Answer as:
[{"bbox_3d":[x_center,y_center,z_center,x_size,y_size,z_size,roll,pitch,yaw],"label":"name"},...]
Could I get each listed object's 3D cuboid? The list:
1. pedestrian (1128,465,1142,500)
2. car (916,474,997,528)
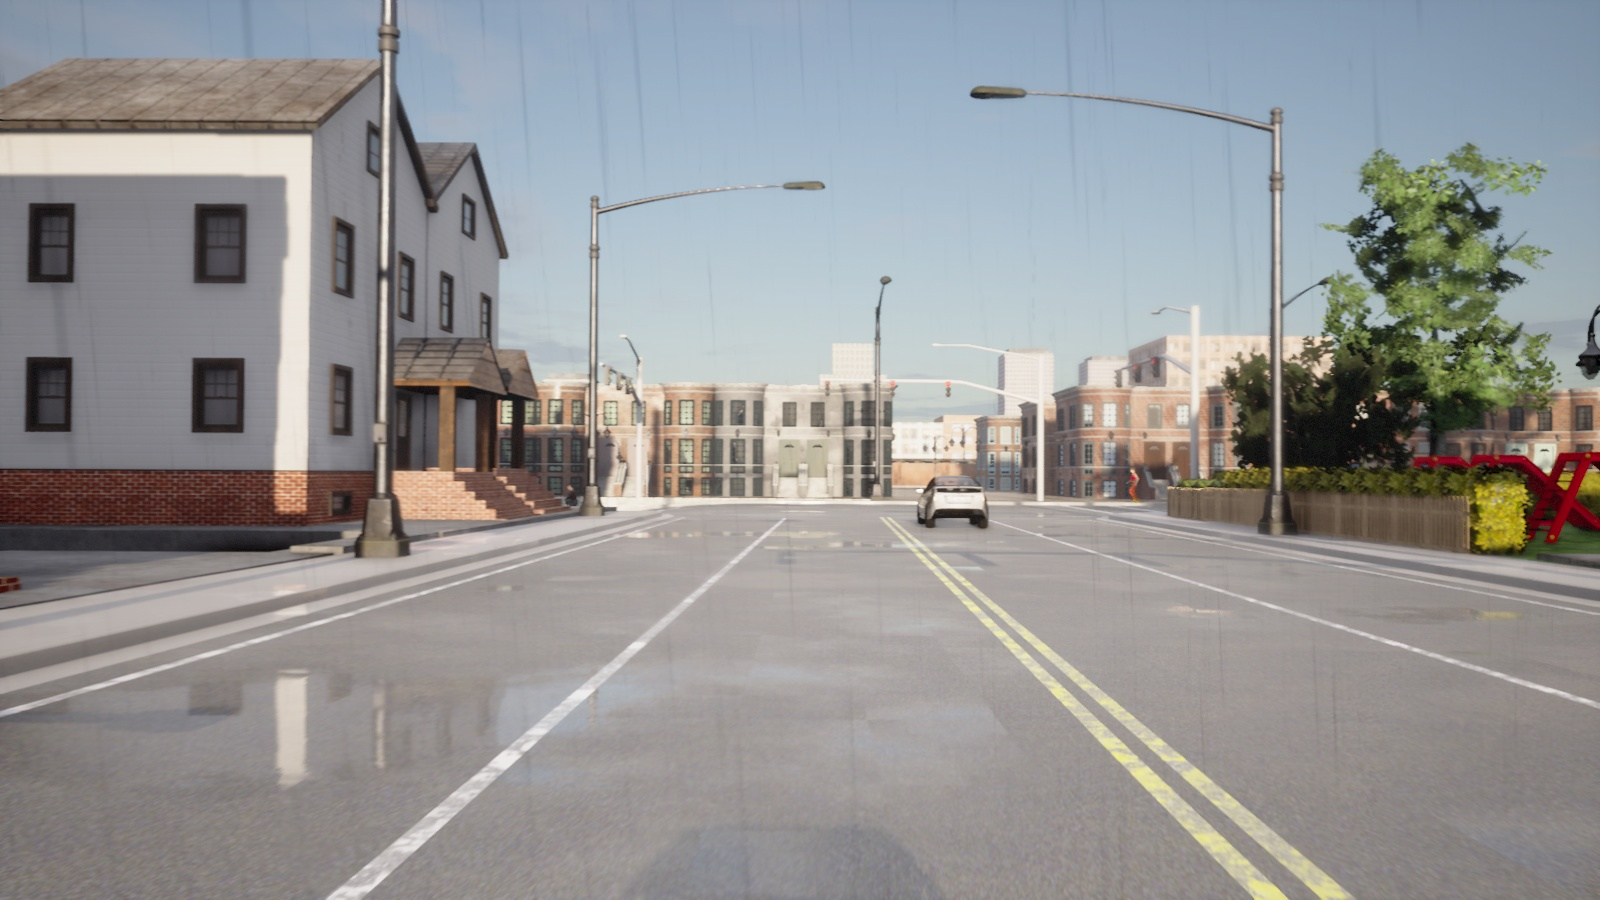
[{"bbox_3d":[17.438,1.682,65.362,0.594,1.836,0.345,0,-1,1],"label":"pedestrian"},{"bbox_3d":[4.649,1.474,37.818,2.007,1.525,4.514,0,-1,2],"label":"car"}]
